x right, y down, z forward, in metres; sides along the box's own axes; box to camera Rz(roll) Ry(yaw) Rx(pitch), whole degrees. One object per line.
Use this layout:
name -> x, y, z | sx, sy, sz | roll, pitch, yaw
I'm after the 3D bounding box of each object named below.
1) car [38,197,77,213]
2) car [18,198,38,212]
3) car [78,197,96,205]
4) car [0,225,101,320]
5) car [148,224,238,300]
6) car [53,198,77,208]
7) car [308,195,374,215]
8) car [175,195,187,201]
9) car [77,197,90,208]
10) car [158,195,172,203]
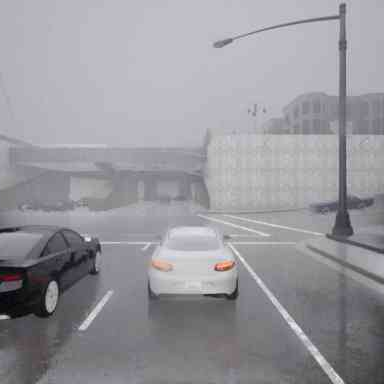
car -> -14.955, 1.352, 37.315 | 2.097, 1.767, 4.553 | 0, 0, -2
car -> -18.525, 1.490, 39.002 | 2.128, 1.511, 4.902 | 0, 0, -2
car -> -19.259, 1.601, 61.359 | 1.895, 1.301, 4.718 | 0, 0, -2
car -> -3.480, 1.478, 7.467 | 1.882, 1.535, 5.008 | 0, 0, 0
car -> 0.013, 1.526, 8.268 | 1.812, 1.442, 4.674 | 0, 0, 0
car -> -18.903, 1.601, 49.620 | 1.895, 1.301, 4.718 | 0, 0, -2
car -> 12.034, 1.012, 27.133 | 4.718, 1.301, 1.895 | -6, 0, -1
car -> -2.916, 1.552, 83.875 | 1.994, 1.385, 4.181 | 0, 0, 27
car -> -15.351, 1.492, 48.137 | 2.128, 1.511, 4.902 | 0, 0, -2
car -> -5.309, 1.564, 68.314 | 1.994, 1.385, 4.181 | 0, 0, -1
